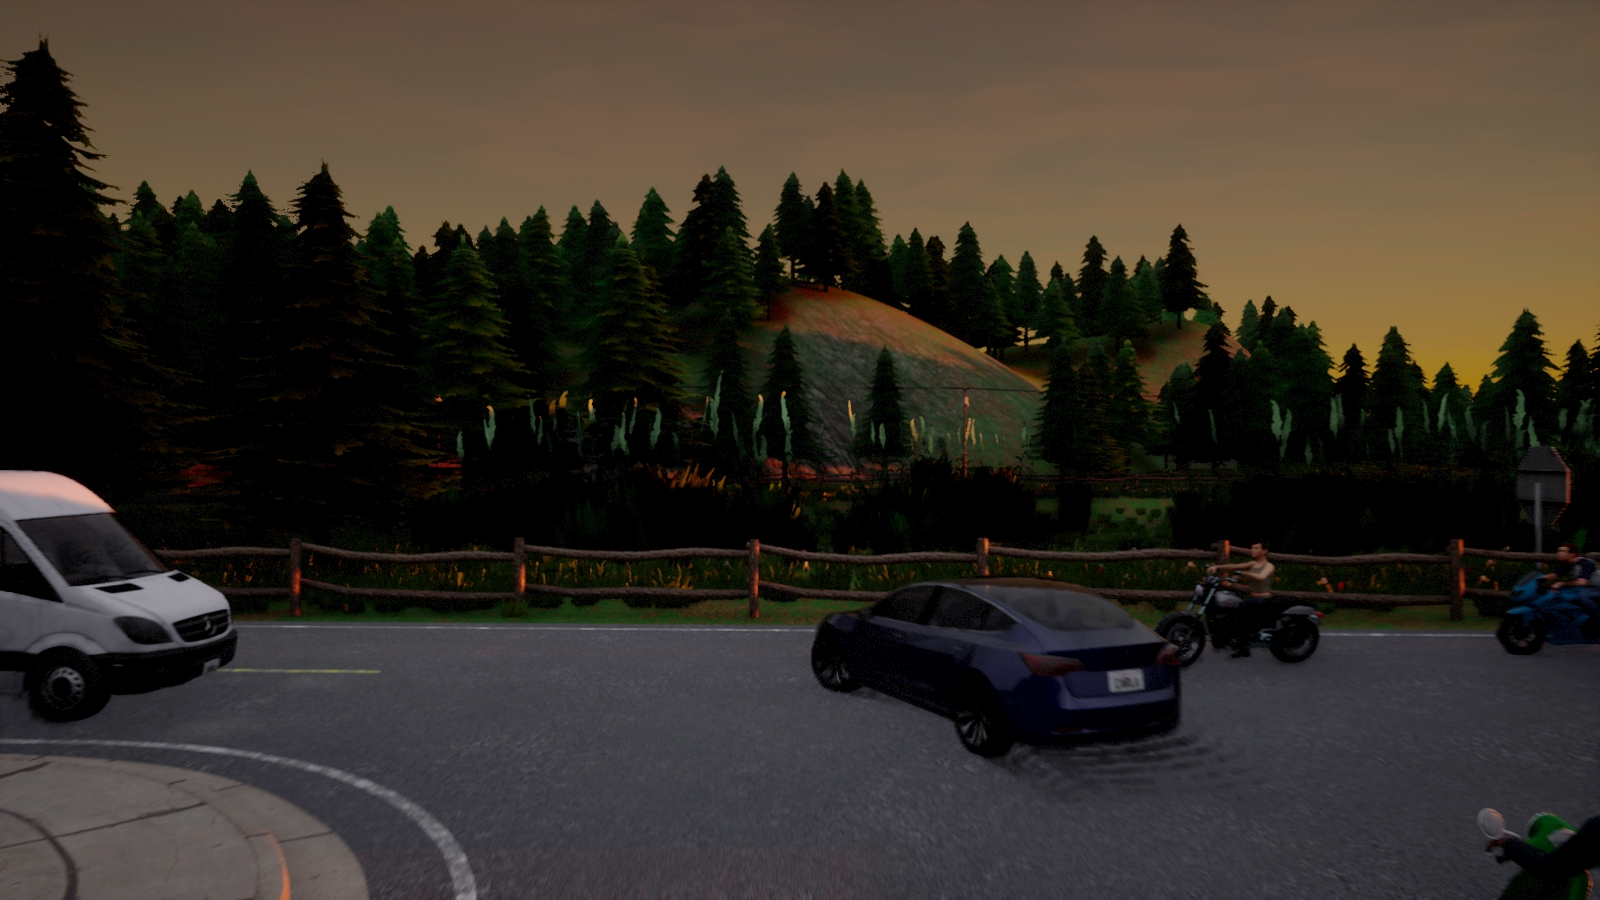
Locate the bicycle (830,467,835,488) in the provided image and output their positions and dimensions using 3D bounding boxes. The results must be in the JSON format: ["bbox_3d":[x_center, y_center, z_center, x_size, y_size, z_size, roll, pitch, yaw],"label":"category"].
[{"bbox_3d":[2.429,2.054,85.968,0.373,1.496,1.643,0,0,0],"label":"bicycle"}]

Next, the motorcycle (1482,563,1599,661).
[{"bbox_3d":[10.379,2.149,15.273,2.033,1.199,0.803,0,0,3],"label":"motorcycle"}]

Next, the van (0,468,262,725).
[{"bbox_3d":[-9.383,1.500,12.691,5.915,2.561,1.988,0,0,3],"label":"van"}]

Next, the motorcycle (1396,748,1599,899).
[{"bbox_3d":[3.393,2.141,4.752,0.856,1.316,1.805,0,0,-1],"label":"motorcycle"}]

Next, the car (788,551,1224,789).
[{"bbox_3d":[1.843,2.044,12.043,2.163,1.488,4.792,0,0,-25],"label":"car"}]
